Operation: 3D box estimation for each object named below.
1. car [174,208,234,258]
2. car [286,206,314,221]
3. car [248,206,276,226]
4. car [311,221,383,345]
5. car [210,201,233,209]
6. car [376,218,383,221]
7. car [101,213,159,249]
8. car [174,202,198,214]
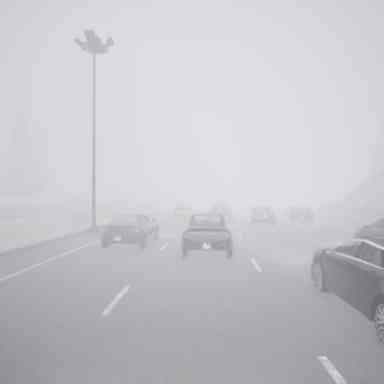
[{"bbox_3d":[0.648,1.615,13.421,2.128,1.511,4.902,0,-1,4],"label":"car"},{"bbox_3d":[9.643,1.881,30.071,1.895,1.301,4.718,0,-1,9],"label":"car"},{"bbox_3d":[5.459,1.787,25.973,2.033,1.411,5.357,0,-1,8],"label":"car"},{"bbox_3d":[3.763,1.551,6.198,2.128,1.511,4.902,0,-1,2],"label":"car"},{"bbox_3d":[2.763,1.637,31.170,2.097,1.767,4.553,0,-1,9],"label":"car"},{"bbox_3d":[7.558,1.619,11.924,1.837,1.490,4.892,0,-1,4],"label":"car"},{"bbox_3d":[-2.735,1.664,15.266,1.812,1.442,4.674,0,-1,4],"label":"car"},{"bbox_3d":[-0.480,1.778,33.044,1.882,1.535,5.008,0,-1,10],"label":"car"}]
